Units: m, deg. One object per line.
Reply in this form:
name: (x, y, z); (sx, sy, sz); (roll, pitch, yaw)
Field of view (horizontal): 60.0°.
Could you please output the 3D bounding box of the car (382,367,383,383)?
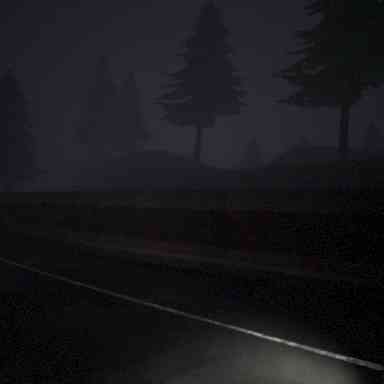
car: (3.545, 1.525, 1.549); (4.674, 1.442, 1.812); (0, 0, 35)
